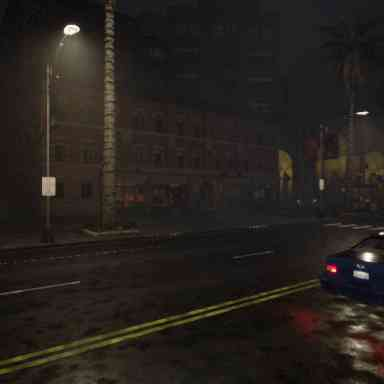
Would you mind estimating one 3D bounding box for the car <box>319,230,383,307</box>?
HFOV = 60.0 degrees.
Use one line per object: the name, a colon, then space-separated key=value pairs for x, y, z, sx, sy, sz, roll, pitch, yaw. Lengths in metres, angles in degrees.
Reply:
car: x=5.104 y=1.547 z=7.481 sx=5.357 sy=1.411 sz=2.033 roll=0 pitch=0 yaw=-36
